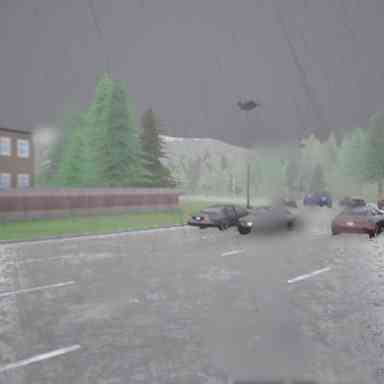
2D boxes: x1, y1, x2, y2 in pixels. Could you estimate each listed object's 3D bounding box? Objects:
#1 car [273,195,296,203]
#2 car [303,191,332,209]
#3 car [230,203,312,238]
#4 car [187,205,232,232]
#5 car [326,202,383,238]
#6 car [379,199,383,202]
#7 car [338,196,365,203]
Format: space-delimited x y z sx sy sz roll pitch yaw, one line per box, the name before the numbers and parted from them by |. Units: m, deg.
car | 11.606 1.098 42.004 2.097 1.767 4.553 -1 0 4
car | 15.151 0.944 40.405 2.150 2.045 5.566 0 0 4
car | 4.169 1.466 17.144 1.994 1.385 4.181 0 0 45
car | 2.056 1.457 19.795 2.033 1.411 5.357 0 0 43
car | 8.661 1.430 16.968 1.994 1.385 4.181 0 0 41
car | 21.310 1.217 35.362 1.812 1.442 4.674 0 0 11
car | 18.224 1.211 38.147 1.837 1.490 4.892 1 0 8
